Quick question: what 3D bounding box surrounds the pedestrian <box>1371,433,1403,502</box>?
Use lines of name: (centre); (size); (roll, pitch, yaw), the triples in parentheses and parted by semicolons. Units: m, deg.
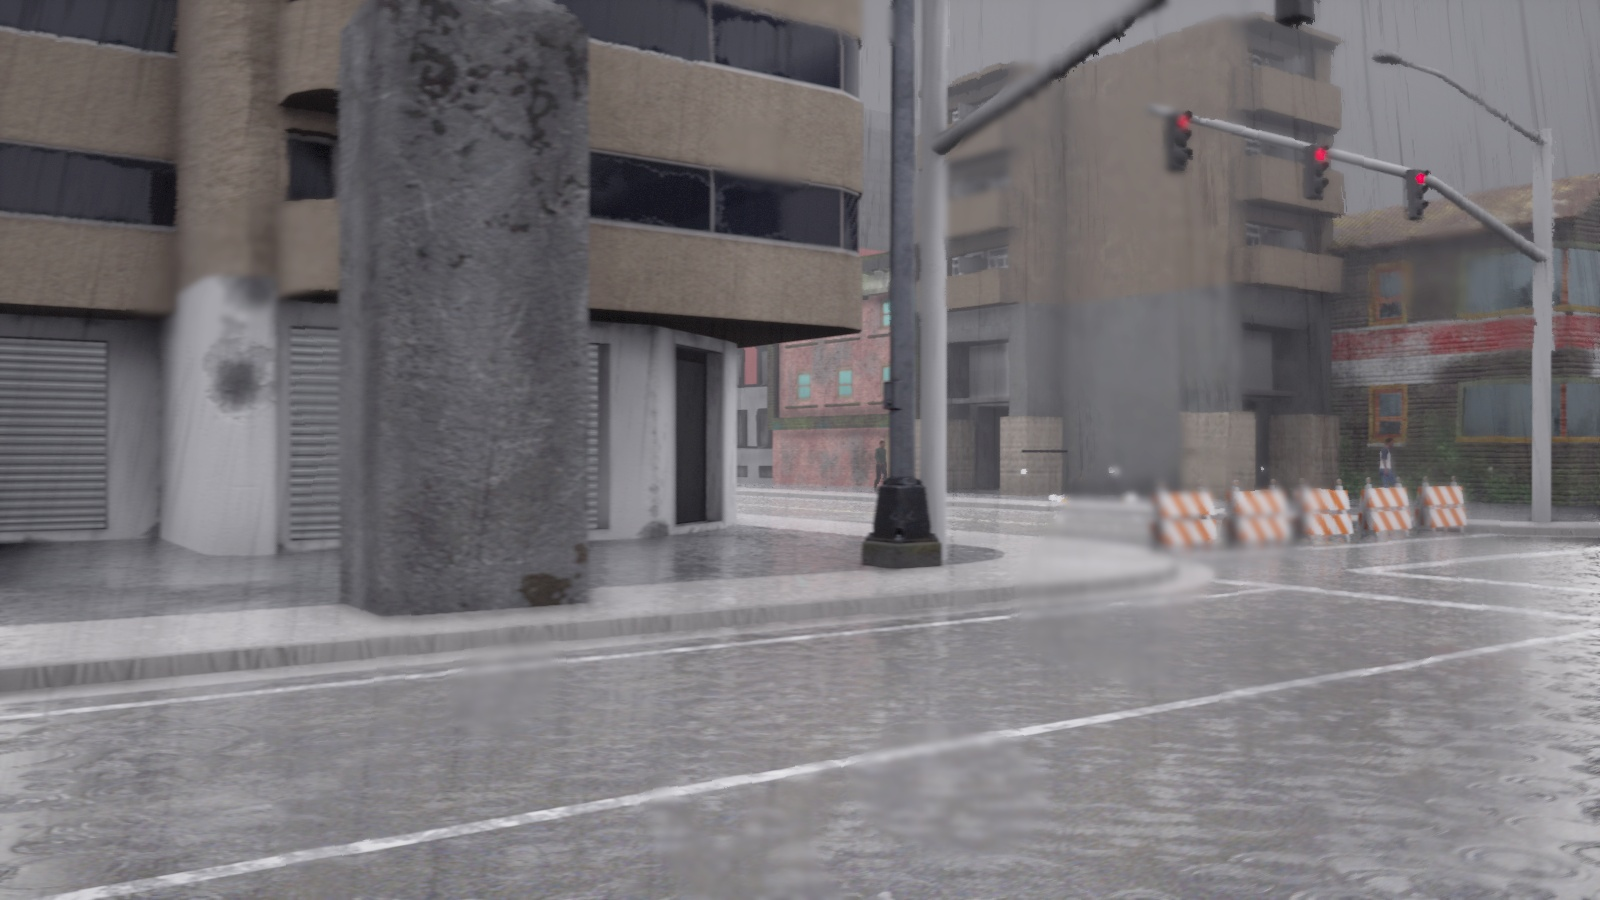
pedestrian: (15.647, 0.459, 33.470); (0.706, 1.836, 0.354); (0, 0, 16)

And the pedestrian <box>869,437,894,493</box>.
pedestrian: (2.853, 0.512, 44.045); (0.423, 1.949, 0.788); (0, 0, -39)
